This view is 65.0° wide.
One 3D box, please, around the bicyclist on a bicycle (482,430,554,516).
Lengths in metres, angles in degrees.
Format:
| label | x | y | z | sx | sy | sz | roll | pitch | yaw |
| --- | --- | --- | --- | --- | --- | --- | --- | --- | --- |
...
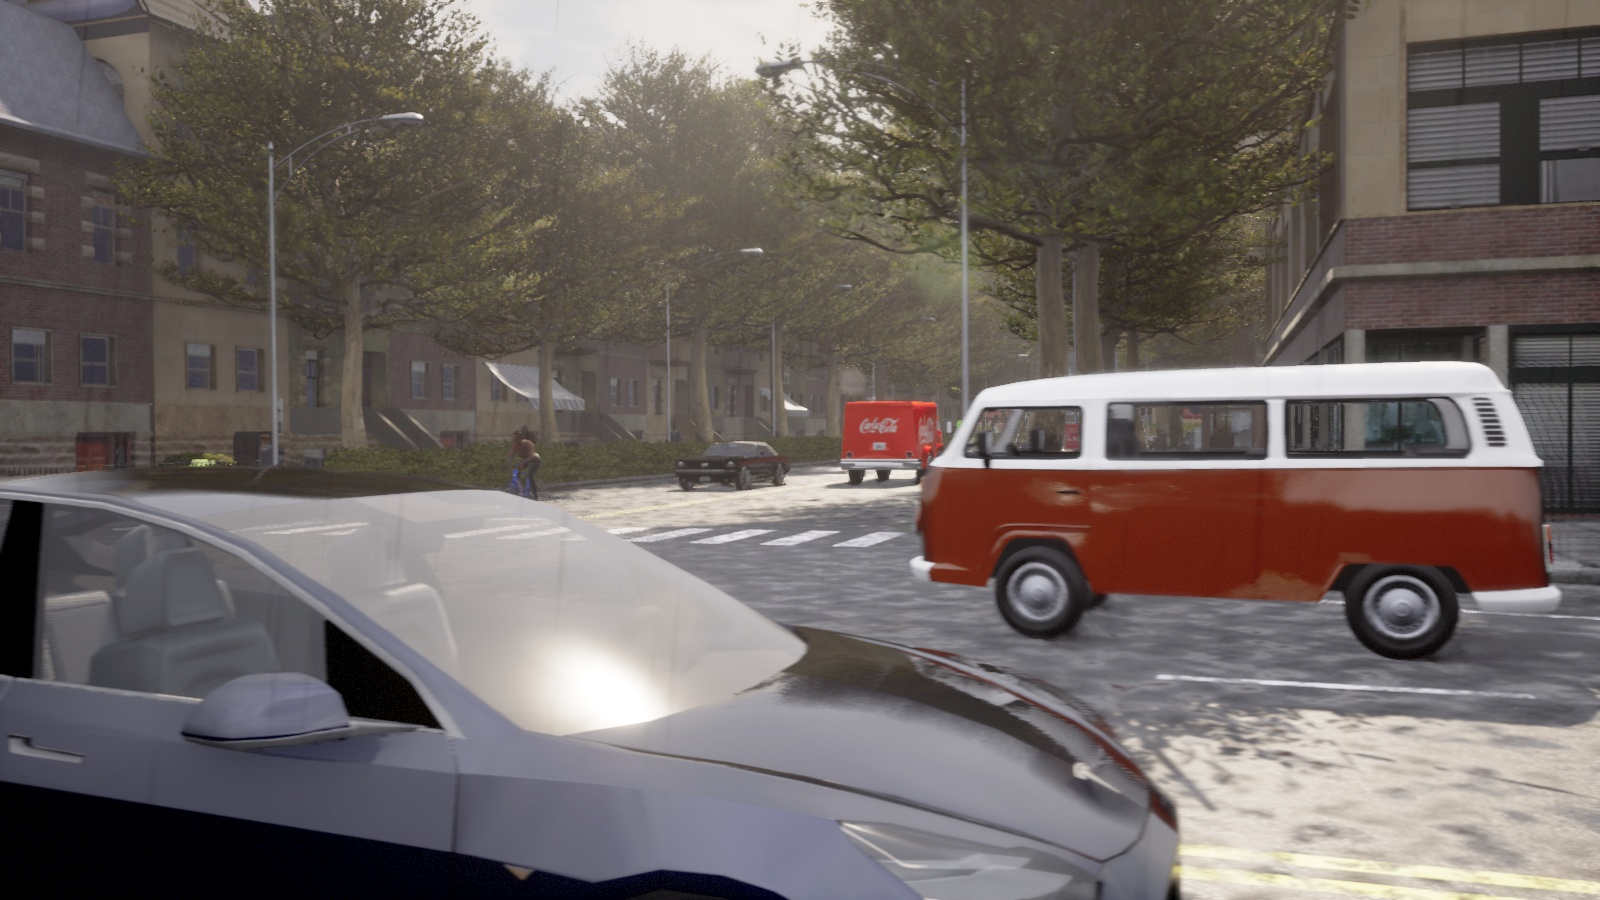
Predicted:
| label | x | y | z | sx | sy | sz | roll | pitch | yaw |
| --- | --- | --- | --- | --- | --- | --- | --- | --- | --- |
| bicyclist on a bicycle | -5.511 | 0.423 | 24.617 | 0.582 | 1.620 | 1.656 | 0 | 1 | 19 |

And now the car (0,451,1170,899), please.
| label | x | y | z | sx | sy | sz | roll | pitch | yaw |
| --- | --- | --- | --- | --- | --- | --- | --- | --- | --- |
| car | -1.456 | 0.776 | 3.678 | 4.792 | 1.488 | 2.163 | 0 | 1 | 19 |

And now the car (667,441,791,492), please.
| label | x | y | z | sx | sy | sz | roll | pitch | yaw |
| --- | --- | --- | --- | --- | --- | --- | --- | --- | --- |
| car | -1.908 | 0.410 | 35.476 | 1.895 | 1.301 | 4.718 | 0 | 1 | 18 |

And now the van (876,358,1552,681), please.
| label | x | y | z | sx | sy | sz | roll | pitch | yaw |
| --- | --- | --- | --- | --- | --- | --- | --- | --- | --- |
| van | 3.047 | 0.409 | 9.717 | 4.480 | 2.038 | 2.069 | 0 | 1 | 22 |

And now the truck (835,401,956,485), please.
| label | x | y | z | sx | sy | sz | roll | pitch | yaw |
| --- | --- | --- | --- | --- | --- | --- | --- | --- | --- |
| truck | 3.111 | -0.238 | 39.498 | 2.627 | 2.467 | 5.204 | 0 | 1 | 18 |

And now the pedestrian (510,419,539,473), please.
| label | x | y | z | sx | sy | sz | roll | pitch | yaw |
| --- | --- | --- | --- | --- | --- | --- | --- | --- | --- |
| pedestrian | -9.404 | -0.140 | 42.872 | 0.634 | 1.844 | 0.899 | 0 | 1 | 12 |
